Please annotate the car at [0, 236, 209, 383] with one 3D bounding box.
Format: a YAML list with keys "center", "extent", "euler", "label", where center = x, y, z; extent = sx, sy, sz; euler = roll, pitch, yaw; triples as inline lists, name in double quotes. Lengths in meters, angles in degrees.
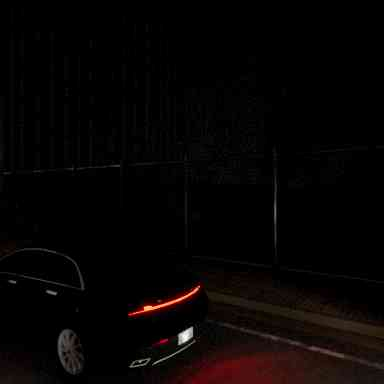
- center: [-2.041, 1.505, 5.474]
  extent: [4.892, 1.490, 1.837]
  euler: [0, 0, 36]
  label: "car"
